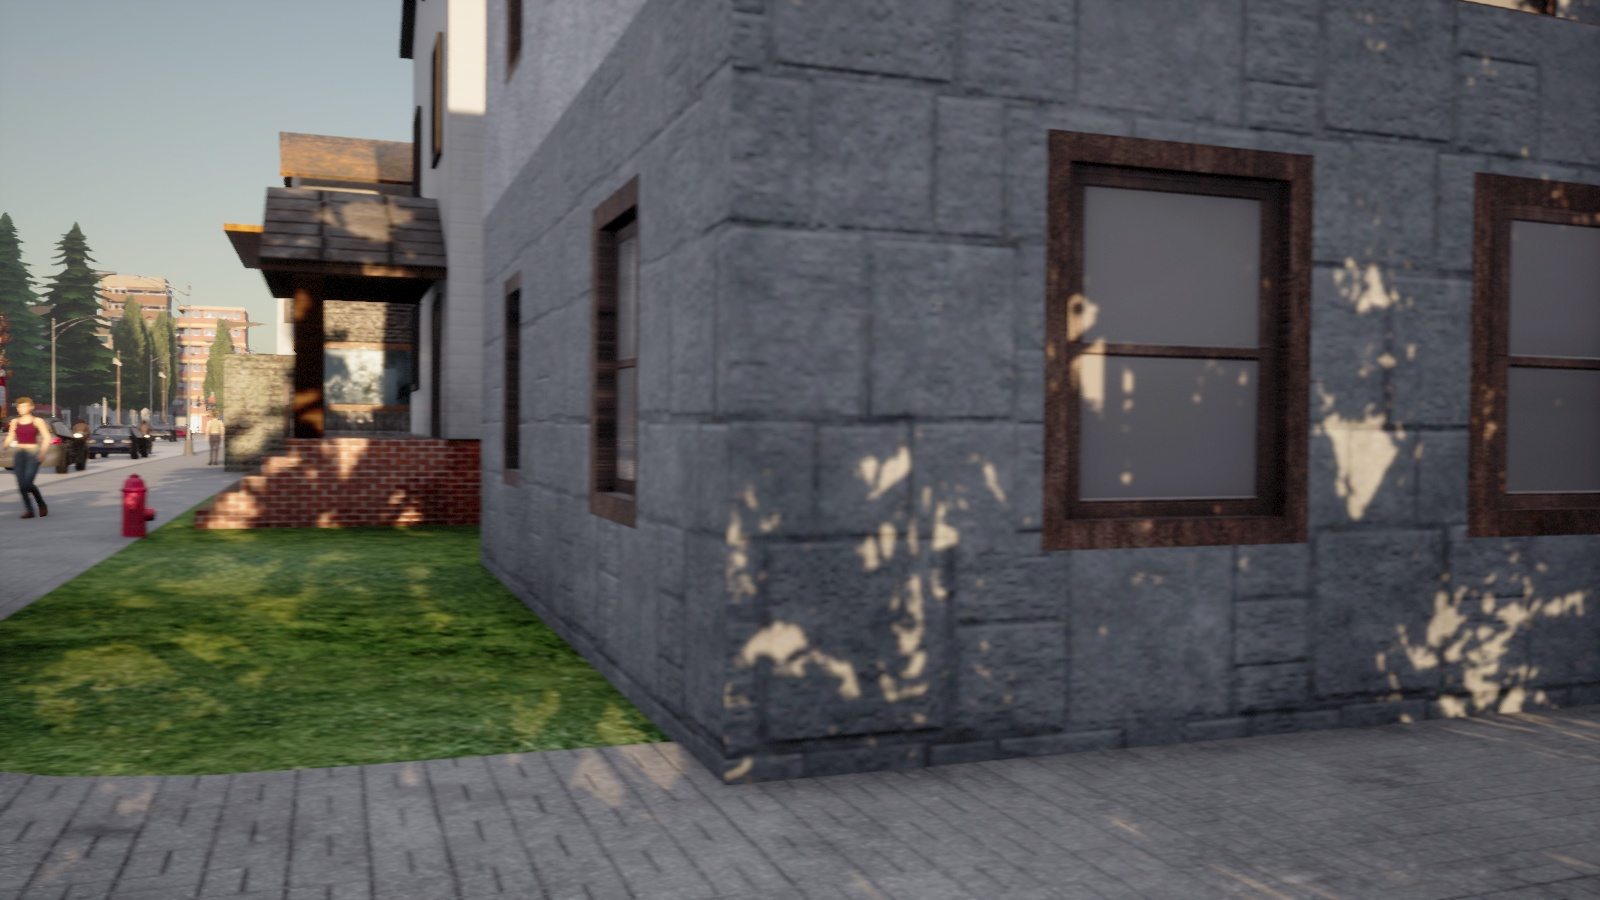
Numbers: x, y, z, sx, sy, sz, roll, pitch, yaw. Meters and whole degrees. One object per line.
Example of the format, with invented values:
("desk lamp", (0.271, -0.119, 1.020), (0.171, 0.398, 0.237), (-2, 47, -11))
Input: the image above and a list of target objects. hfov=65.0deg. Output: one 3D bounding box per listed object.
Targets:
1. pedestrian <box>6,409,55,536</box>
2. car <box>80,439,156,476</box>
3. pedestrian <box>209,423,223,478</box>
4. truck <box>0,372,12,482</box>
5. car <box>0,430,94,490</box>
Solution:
("pedestrian", (-11.291, 0.317, 18.431), (0.345, 1.836, 0.594), (-1, 1, -4))
("car", (-28.377, 0.265, 52.420), (2.033, 1.411, 5.357), (-1, 1, -21))
("pedestrian", (-19.684, 0.004, 42.354), (0.345, 1.836, 0.594), (-1, 1, -20))
("truck", (-28.306, -0.753, 40.746), (2.891, 3.827, 8.468), (-1, 1, -20))
("car", (-22.898, 0.251, 37.747), (2.242, 1.667, 4.611), (-1, 1, -21))
